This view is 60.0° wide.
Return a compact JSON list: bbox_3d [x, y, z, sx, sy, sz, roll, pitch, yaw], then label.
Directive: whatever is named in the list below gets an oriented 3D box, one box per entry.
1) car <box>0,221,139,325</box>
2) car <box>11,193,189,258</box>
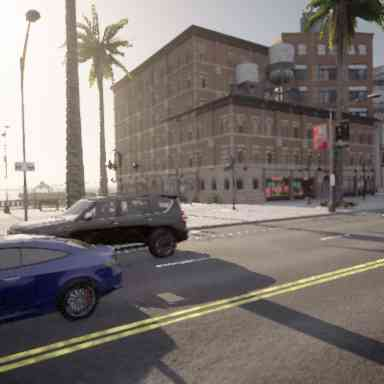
[{"bbox_3d":[-3.483,1.511,5.642,4.674,1.442,1.812,-2,1,-36],"label":"car"},{"bbox_3d":[-2.734,1.109,10.458,5.566,2.045,2.150,-2,1,-34],"label":"car"}]
